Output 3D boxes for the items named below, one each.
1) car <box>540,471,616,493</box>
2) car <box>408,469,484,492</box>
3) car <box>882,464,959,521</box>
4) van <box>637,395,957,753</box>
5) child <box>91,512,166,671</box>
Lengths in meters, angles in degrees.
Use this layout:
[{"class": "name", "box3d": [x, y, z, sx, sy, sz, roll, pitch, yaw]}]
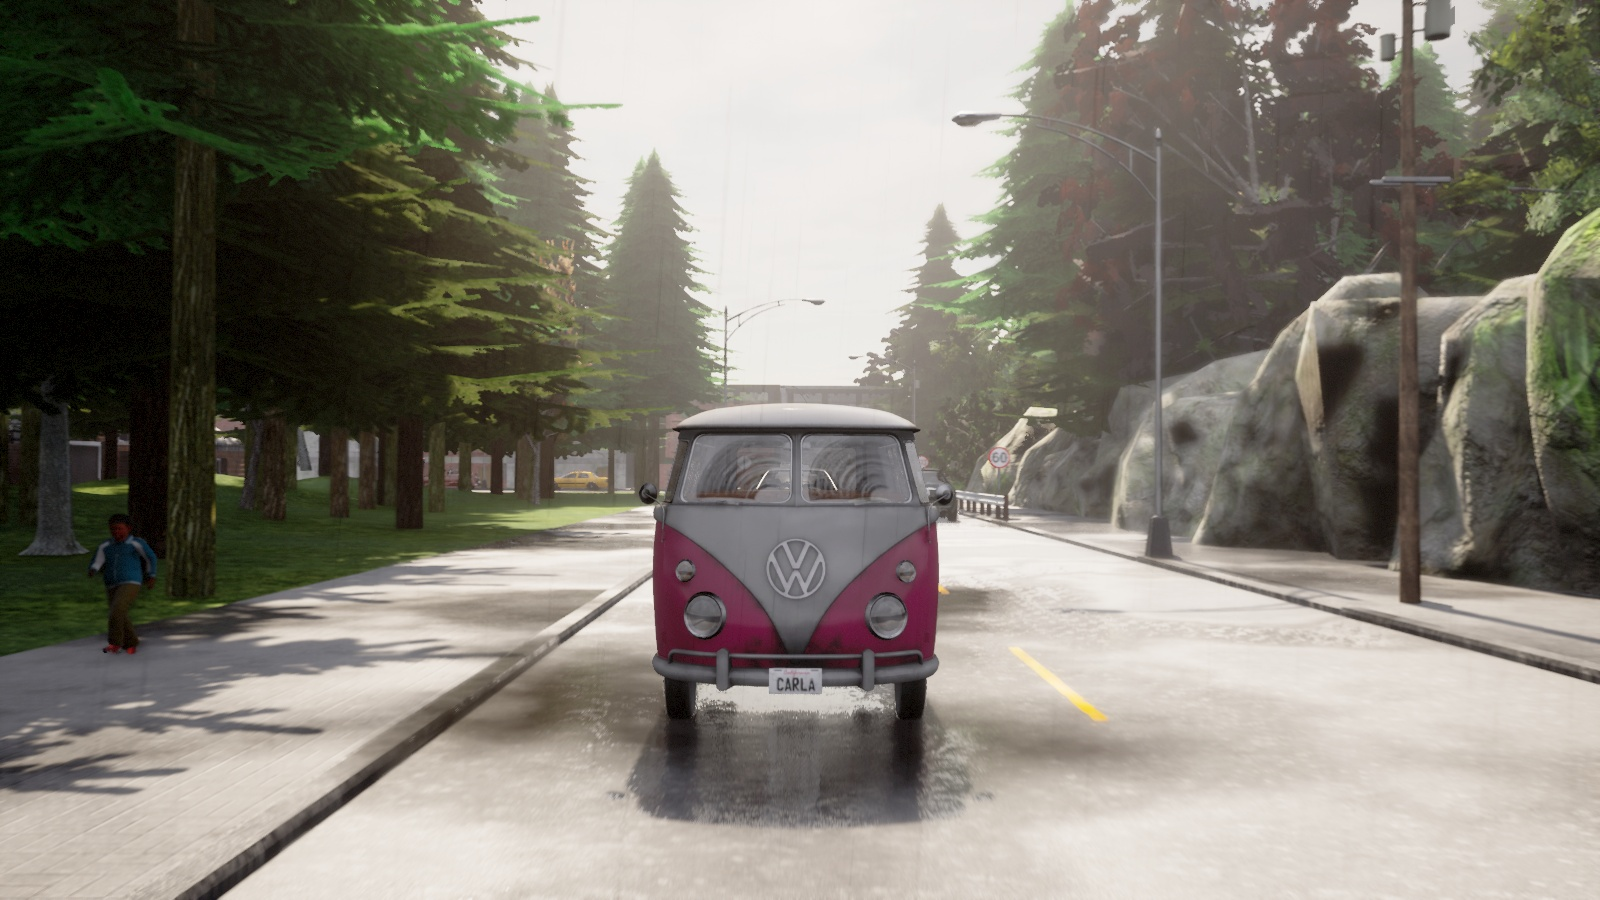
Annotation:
[{"class": "car", "box3d": [-16.503, 2.388, 93.688, 5.366, 1.575, 1.801, 0, -1, 0]}, {"class": "car", "box3d": [-26.359, 2.267, 93.670, 5.027, 1.651, 2.152, 0, -1, 0]}, {"class": "car", "box3d": [3.883, 1.348, 41.209, 2.097, 1.767, 4.553, 0, -1, 0]}, {"class": "van", "box3d": [-0.023, 0.721, 9.223, 1.775, 1.987, 4.442, 0, -1, 0]}, {"class": "child", "box3d": [-5.232, 1.089, 9.803, 0.343, 1.192, 0.448, 0, -1, 0]}]
